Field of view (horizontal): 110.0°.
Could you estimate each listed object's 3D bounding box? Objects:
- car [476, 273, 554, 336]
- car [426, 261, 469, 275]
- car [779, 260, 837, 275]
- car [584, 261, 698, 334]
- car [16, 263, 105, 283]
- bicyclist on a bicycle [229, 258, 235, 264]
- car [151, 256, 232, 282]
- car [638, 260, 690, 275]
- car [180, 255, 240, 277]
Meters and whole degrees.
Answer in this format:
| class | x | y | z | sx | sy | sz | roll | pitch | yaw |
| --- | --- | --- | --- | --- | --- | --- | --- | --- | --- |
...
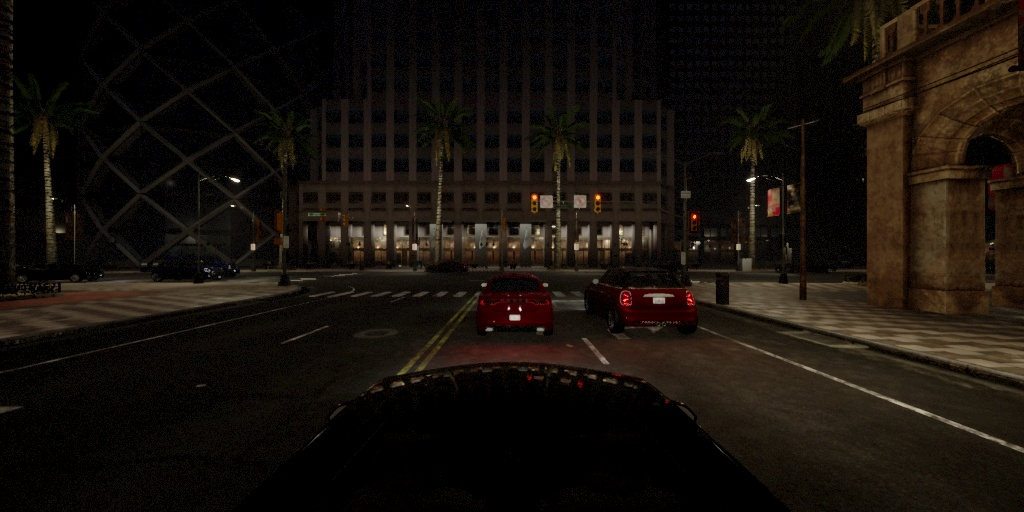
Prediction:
| class | x | y | z | sx | sy | sz | roll | pitch | yaw |
| --- | --- | --- | --- | --- | --- | --- | --- | --- | --- |
| car | 0.081 | 1.228 | 10.494 | 1.882 | 1.535 | 5.008 | 0 | 0 | 0 |
| car | -7.128 | 1.276 | 39.511 | 4.674 | 1.442 | 1.812 | 0 | 0 | 0 |
| car | 32.750 | 1.253 | 39.387 | 4.892 | 1.490 | 1.837 | 0 | 0 | 0 |
| car | 3.582 | 1.102 | 10.835 | 2.097 | 1.767 | 4.553 | 0 | 0 | 0 |
| car | -34.419 | 1.254 | 27.227 | 4.892 | 1.490 | 1.837 | 0 | 0 | -19 |
| bicyclist on a bicycle | -35.747 | 1.050 | 45.753 | 0.582 | 1.620 | 1.656 | 0 | 0 | -12 |
| car | -25.627 | 1.102 | 28.553 | 4.553 | 1.767 | 2.097 | 0 | 0 | -3 |
| car | 16.645 | 1.242 | 39.439 | 4.902 | 1.511 | 2.128 | 0 | 0 | 0 |
| car | -27.667 | 0.971 | 32.048 | 5.566 | 2.045 | 2.150 | 0 | 0 | -3 |
